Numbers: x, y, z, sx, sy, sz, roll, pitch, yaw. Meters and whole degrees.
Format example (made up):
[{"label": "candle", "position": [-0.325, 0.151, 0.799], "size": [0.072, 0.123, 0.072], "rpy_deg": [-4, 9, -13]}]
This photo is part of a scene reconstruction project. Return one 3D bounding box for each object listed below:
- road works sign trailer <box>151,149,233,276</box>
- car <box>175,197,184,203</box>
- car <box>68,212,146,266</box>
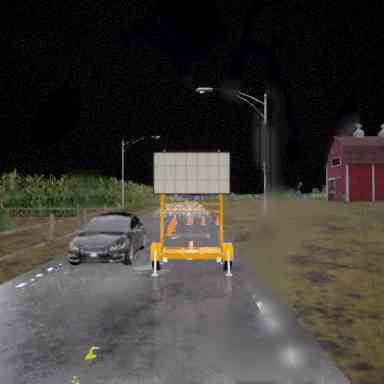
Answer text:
[{"label": "road works sign trailer", "position": [-0.007, 0.477, 10.382], "size": [2.380, 3.560, 2.880], "rpy_deg": [0, 0, 0]}, {"label": "car", "position": [-2.848, 1.992, 76.767], "size": [1.837, 1.490, 4.892], "rpy_deg": [0, -1, 0]}, {"label": "car", "position": [-2.762, 1.520, 11.748], "size": [1.837, 1.490, 4.892], "rpy_deg": [0, 0, 0]}]
